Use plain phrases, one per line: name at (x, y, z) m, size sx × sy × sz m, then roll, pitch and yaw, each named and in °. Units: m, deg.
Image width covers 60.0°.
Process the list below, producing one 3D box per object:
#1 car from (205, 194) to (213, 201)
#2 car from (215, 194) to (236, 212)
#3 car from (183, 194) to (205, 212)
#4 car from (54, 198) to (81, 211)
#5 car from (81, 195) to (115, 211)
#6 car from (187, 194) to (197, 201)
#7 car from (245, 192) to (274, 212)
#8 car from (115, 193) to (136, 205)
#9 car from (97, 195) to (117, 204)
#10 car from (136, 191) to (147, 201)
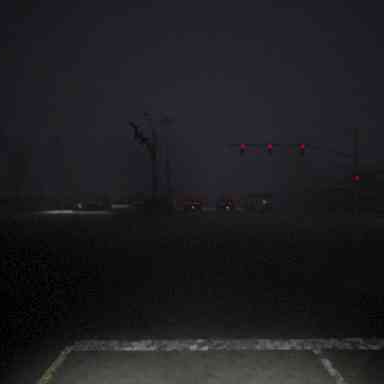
car at (3.502, 1.139, 71.273) m, size 2.128 × 1.511 × 4.902 m, roll 0°, pitch 0°, yaw 0°
car at (3.601, 1.312, 36.161) m, size 1.837 × 1.490 × 4.892 m, roll 0°, pitch 0°, yaw 0°
car at (0.101, 1.311, 36.326) m, size 1.837 × 1.490 × 4.892 m, roll 0°, pitch 0°, yaw 0°
car at (-14.087, 1.360, 38.117) m, size 1.994 × 1.385 × 4.181 m, roll 0°, pitch 0°, yaw 0°
car at (-10.590, 1.276, 37.759) m, size 1.882 × 1.535 × 5.008 m, roll 0°, pitch 0°, yaw 0°
car at (0.002, 1.167, 71.655) m, size 1.994 × 1.385 × 4.181 m, roll 0°, pitch 0°, yaw 0°
car at (7.101, 1.034, 35.227) m, size 2.150 × 2.045 × 5.566 m, roll 0°, pitch 0°, yaw 0°
car at (-10.576, 1.320, 52.272) m, size 1.895 × 1.301 × 4.718 m, roll 0°, pitch 0°, yaw 0°
car at (-14.051, 1.250, 55.387) m, size 2.033 × 1.411 × 5.357 m, roll 0°, pitch 0°, yaw 0°
car at (-10.498, 0.854, 68.361) m, size 2.150 × 2.045 × 5.566 m, roll 0°, pitch 0°, yaw 0°
